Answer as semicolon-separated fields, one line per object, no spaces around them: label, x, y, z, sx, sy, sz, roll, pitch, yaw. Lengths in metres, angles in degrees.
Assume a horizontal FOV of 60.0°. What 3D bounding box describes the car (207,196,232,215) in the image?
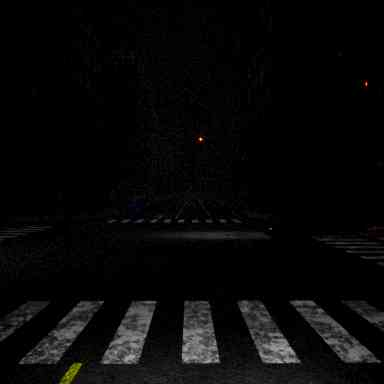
car;2.834;1.442;33.380;1.967;1.590;4.097;0;0;0

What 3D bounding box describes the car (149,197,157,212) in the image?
car;-5.662;1.443;39.090;1.967;1.590;4.097;0;0;0

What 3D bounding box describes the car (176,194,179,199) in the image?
car;-5.401;1.307;90.104;2.192;1.841;5.009;0;0;0

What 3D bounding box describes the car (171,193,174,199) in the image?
car;-5.488;1.543;73.099;1.887;1.381;4.507;0;0;0

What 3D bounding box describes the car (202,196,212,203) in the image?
car;3.009;1.551;67.395;2.008;1.369;4.403;0;0;0

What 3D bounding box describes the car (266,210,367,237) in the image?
car;6.346;1.608;17.421;4.718;1.301;1.895;0;0;0

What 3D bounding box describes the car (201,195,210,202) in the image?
car;3.067;1.437;78.734;1.967;1.590;4.097;0;0;0

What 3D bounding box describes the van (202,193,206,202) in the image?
van;2.950;1.344;56.057;1.690;1.788;3.998;0;0;0

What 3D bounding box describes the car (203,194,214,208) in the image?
car;2.892;1.443;44.718;1.967;1.590;4.097;0;0;0

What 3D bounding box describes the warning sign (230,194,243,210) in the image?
warning sign;5.266;1.118;39.362;1.300;1.860;1.060;0;0;0

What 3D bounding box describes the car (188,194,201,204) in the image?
car;0.324;1.565;63.753;1.994;1.385;4.181;0;0;0

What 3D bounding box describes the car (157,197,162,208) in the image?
car;-5.633;1.569;44.758;1.947;1.339;4.313;0;0;0

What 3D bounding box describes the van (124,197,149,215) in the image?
van;-5.692;1.343;33.422;1.690;1.788;3.998;0;0;0

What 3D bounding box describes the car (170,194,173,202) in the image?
car;-5.517;1.566;67.431;1.947;1.339;4.313;0;0;0

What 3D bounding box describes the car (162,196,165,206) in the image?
car;-5.604;1.585;50.427;1.802;1.307;4.206;0;0;0

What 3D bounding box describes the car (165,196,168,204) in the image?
car;-5.575;1.568;56.095;1.947;1.339;4.313;0;0;0

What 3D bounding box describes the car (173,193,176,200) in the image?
car;-5.460;1.522;78.598;1.752;1.417;4.829;0;0;0

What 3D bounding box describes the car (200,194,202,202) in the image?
car;2.980;1.527;61.896;1.752;1.417;4.829;0;0;0

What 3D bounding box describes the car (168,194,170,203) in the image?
car;-5.547;1.527;61.593;1.752;1.417;4.829;0;0;0
